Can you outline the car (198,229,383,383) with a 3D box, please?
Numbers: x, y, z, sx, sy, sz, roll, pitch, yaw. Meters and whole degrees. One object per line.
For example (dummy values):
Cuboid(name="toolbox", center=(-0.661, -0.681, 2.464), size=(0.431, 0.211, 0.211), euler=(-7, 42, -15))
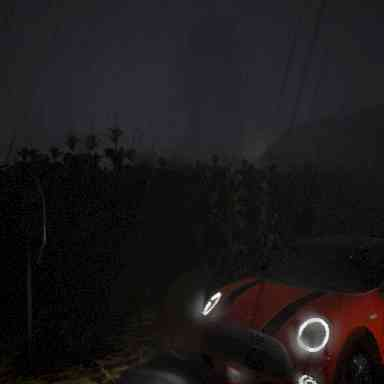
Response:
Cuboid(name="car", center=(2.243, 1.556, 5.279), size=(4.553, 1.767, 2.097), euler=(1, -4, -39))
